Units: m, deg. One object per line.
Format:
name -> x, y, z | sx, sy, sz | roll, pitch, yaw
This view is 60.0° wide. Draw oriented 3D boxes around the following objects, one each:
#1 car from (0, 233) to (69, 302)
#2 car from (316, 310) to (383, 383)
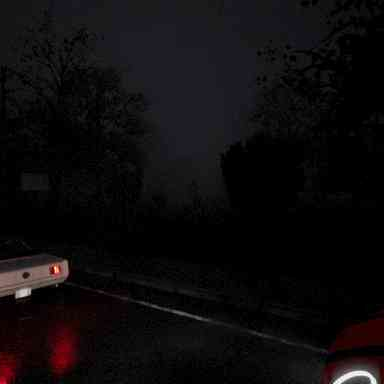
car -> -4.960, 1.601, 7.515 | 4.718, 1.301, 1.895 | 0, 0, 35
car -> 3.066, 1.352, 1.842 | 4.553, 1.767, 2.097 | 0, 0, 35
